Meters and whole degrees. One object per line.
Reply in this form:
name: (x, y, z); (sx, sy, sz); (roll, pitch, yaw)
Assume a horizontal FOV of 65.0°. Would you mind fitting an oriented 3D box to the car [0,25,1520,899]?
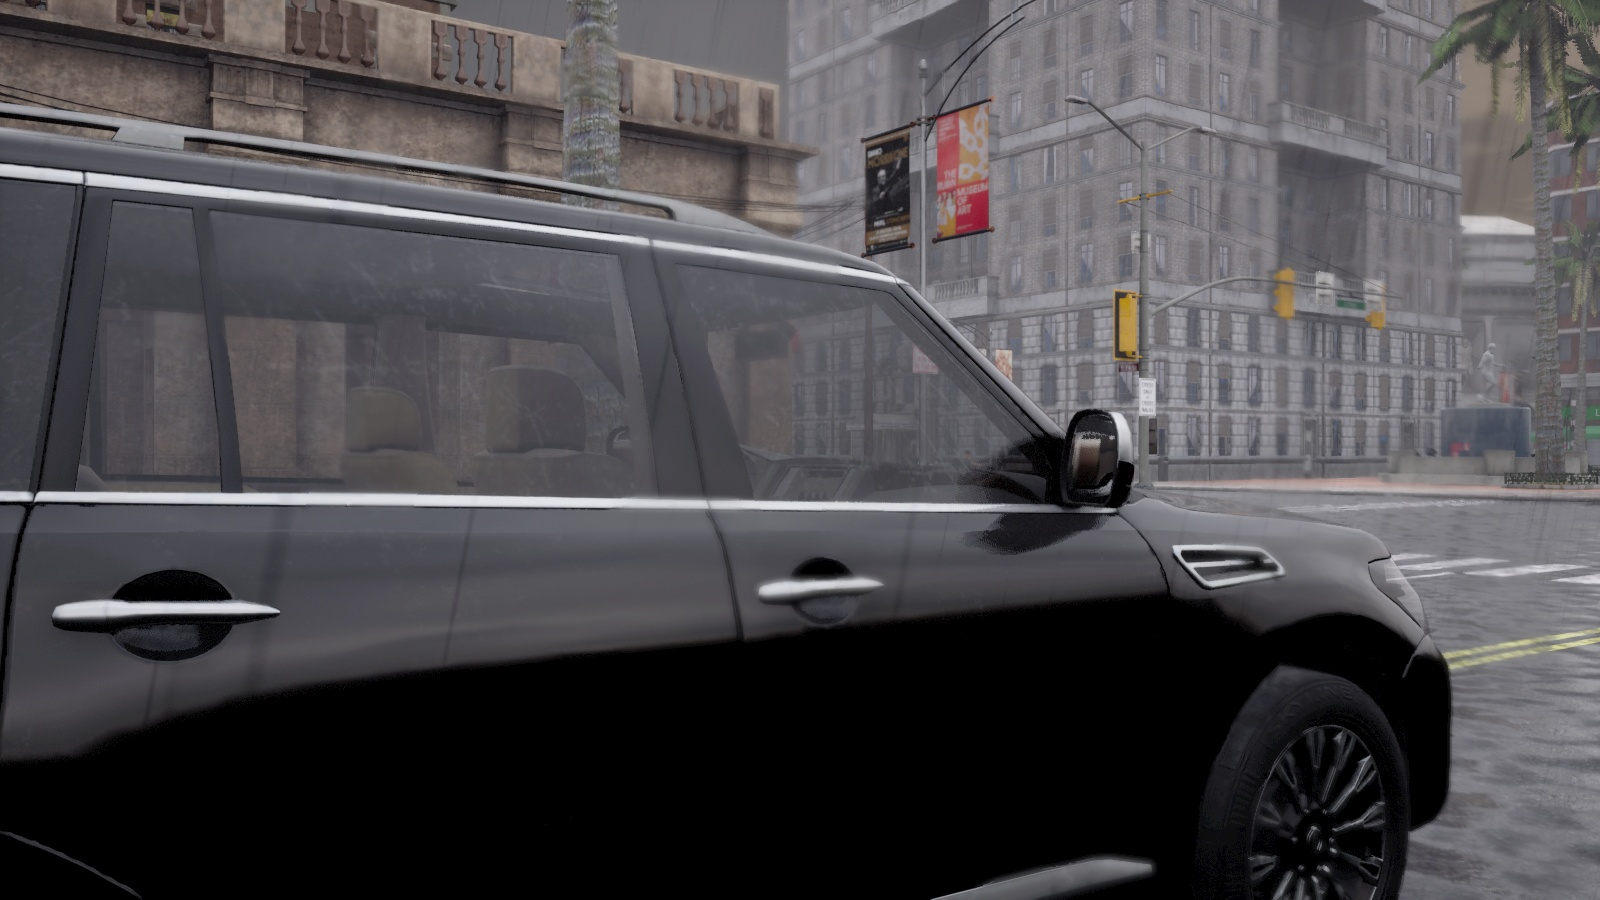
car: (-0.661, 0.473, 3.201); (5.566, 2.045, 2.150); (0, 0, -35)
